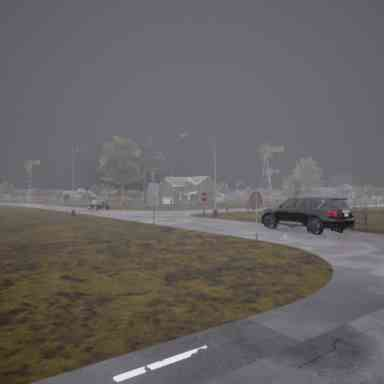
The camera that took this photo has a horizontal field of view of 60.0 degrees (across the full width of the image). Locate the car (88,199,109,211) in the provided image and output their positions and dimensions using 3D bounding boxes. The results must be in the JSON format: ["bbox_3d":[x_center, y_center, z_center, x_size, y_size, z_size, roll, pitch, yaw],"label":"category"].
[{"bbox_3d":[-13.298,1.826,47.273,1.837,1.490,4.892,-1,0,-35],"label":"car"}]

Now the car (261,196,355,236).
[{"bbox_3d":[6.525,1.270,19.342,2.150,2.045,5.566,0,0,-31],"label":"car"}]
